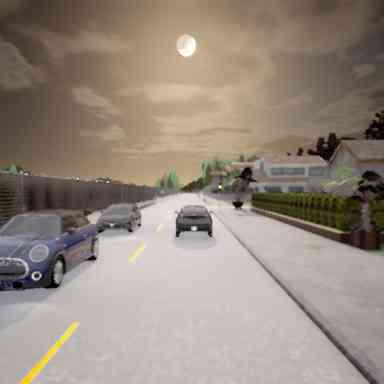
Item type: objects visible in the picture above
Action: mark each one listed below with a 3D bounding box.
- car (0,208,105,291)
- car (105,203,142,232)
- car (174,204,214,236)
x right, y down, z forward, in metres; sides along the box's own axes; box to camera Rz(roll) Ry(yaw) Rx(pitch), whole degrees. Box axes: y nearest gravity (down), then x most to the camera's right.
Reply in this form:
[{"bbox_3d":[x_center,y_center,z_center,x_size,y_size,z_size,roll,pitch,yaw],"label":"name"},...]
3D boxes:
[{"bbox_3d":[-4.087,1.315,9.052,2.097,1.767,4.553,0,0,0],"label":"car"},{"bbox_3d":[-4.081,1.425,19.381,1.837,1.490,4.892,0,0,0],"label":"car"},{"bbox_3d":[0.098,1.432,17.855,1.837,1.490,4.892,0,0,0],"label":"car"}]
